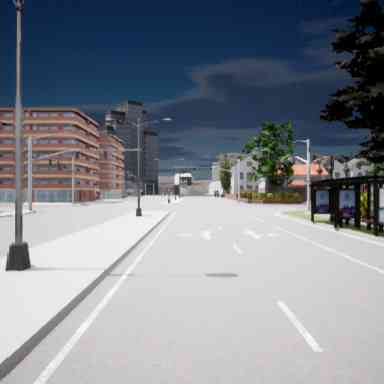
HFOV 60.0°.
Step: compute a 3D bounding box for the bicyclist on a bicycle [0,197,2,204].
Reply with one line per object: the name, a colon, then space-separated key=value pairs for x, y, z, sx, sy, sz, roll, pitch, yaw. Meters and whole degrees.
bicyclist on a bicycle: x=-32.098 y=1.276 z=55.302 sx=0.582 sy=1.620 sz=1.656 roll=0 pitch=0 yaw=-1
